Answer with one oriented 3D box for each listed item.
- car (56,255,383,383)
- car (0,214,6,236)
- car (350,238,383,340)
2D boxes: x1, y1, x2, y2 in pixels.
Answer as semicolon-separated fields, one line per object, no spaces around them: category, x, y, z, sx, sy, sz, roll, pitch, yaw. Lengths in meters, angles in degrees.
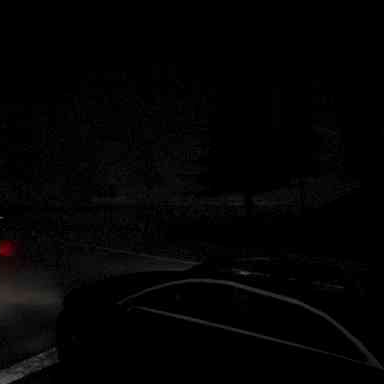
car;0.482;1.483;3.644;4.902;1.511;2.128;1;0;36
car;-10.845;1.368;16.025;4.902;1.511;2.128;1;0;35
car;4.998;1.608;4.721;4.718;1.301;1.895;0;0;36
